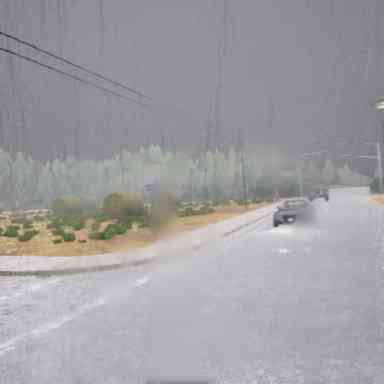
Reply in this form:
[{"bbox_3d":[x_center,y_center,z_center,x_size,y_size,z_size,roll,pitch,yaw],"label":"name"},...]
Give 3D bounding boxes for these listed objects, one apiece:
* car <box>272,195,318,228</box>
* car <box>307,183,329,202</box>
[{"bbox_3d":[5.813,1.163,18.839,1.994,1.385,4.181,-4,0,24],"label":"car"},{"bbox_3d":[15.683,0.019,41.178,2.150,2.045,5.566,-4,0,25],"label":"car"}]
